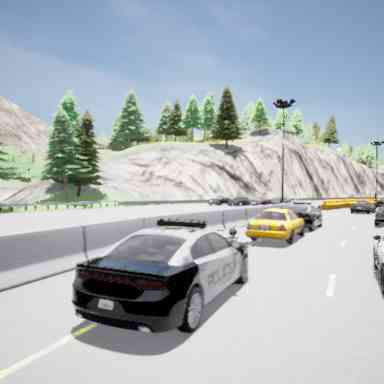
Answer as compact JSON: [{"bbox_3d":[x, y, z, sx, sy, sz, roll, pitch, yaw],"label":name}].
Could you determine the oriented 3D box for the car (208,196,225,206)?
[{"bbox_3d":[4.373,1.357,52.396,2.128,1.511,4.902,1,0,38],"label":"car"}]

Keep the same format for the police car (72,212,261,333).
[{"bbox_3d":[-0.149,1.391,7.058,1.930,1.638,5.238,1,0,24],"label":"police car"}]

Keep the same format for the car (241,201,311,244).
[{"bbox_3d":[4.175,1.453,15.870,1.801,1.575,5.366,1,0,28],"label":"car"}]

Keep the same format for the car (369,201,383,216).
[{"bbox_3d":[14.335,1.665,23.980,2.033,1.411,5.357,1,0,33],"label":"car"}]

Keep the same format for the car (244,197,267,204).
[{"bbox_3d":[10.099,1.491,48.359,2.128,1.511,4.902,1,0,39],"label":"car"}]

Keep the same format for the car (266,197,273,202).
[{"bbox_3d":[12.830,1.612,46.172,2.033,1.411,5.357,1,0,39],"label":"car"}]

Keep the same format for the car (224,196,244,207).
[{"bbox_3d":[7.367,1.470,50.547,1.837,1.490,4.892,1,0,39],"label":"car"}]

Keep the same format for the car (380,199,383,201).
[{"bbox_3d":[27.145,1.728,46.855,1.837,1.490,4.892,1,0,42],"label":"car"}]

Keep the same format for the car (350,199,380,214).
[{"bbox_3d":[19.317,1.706,37.414,1.994,1.385,4.181,1,0,39],"label":"car"}]

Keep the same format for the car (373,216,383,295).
[{"bbox_3d":[5.579,1.573,8.122,1.812,1.442,4.674,1,0,26],"label":"car"}]

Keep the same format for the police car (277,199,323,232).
[{"bbox_3d":[6.970,1.445,20.910,1.930,1.638,5.238,1,0,30],"label":"police car"}]
